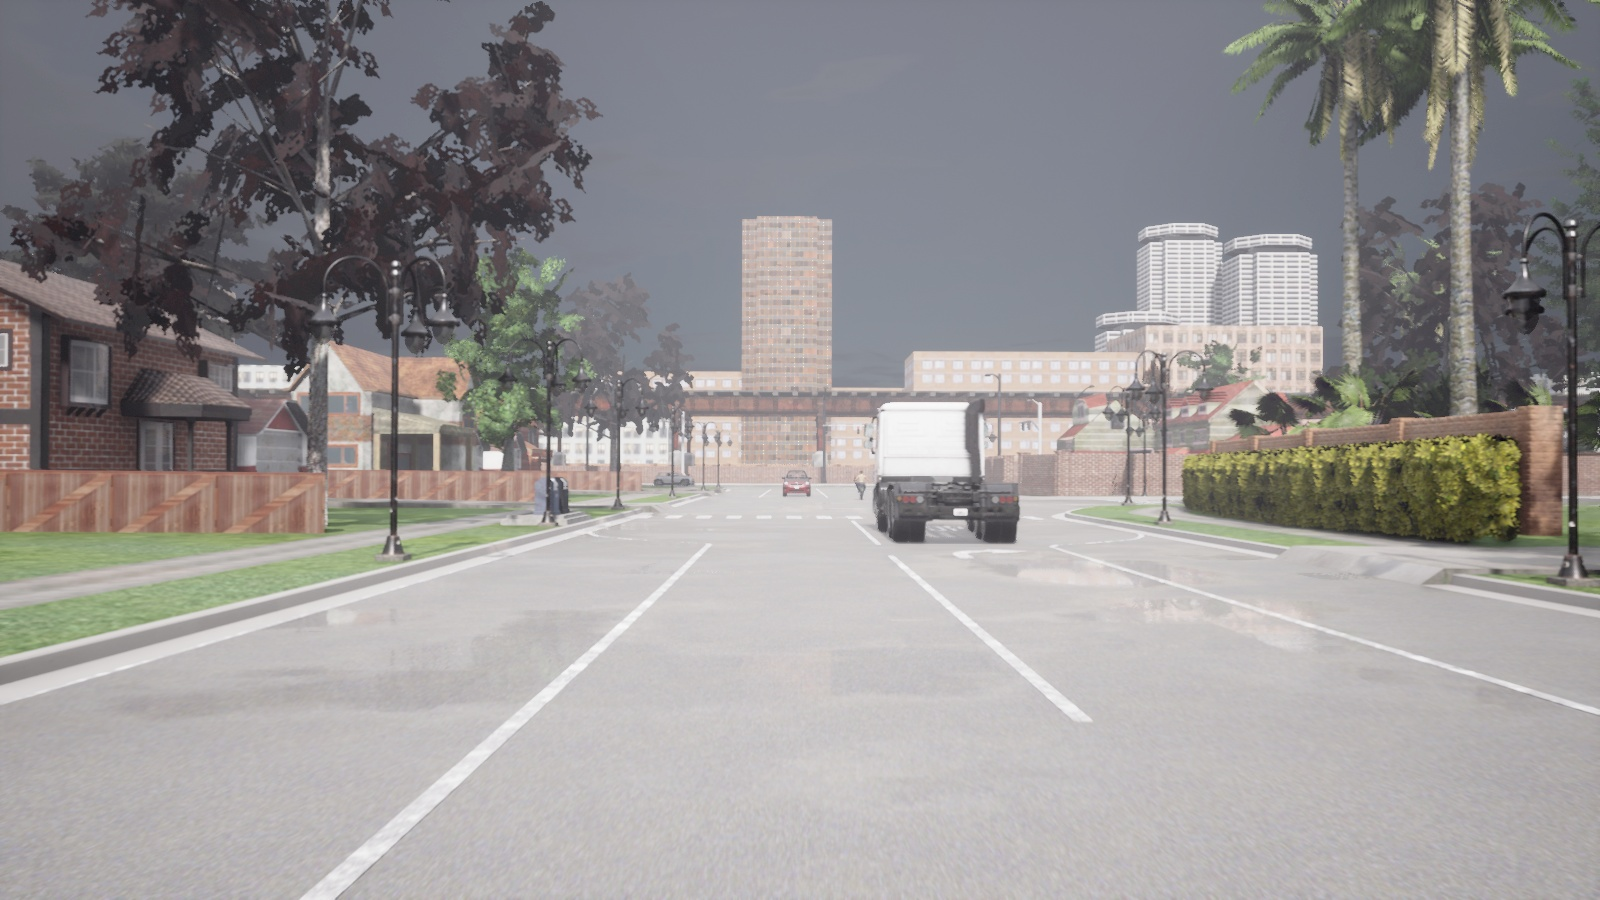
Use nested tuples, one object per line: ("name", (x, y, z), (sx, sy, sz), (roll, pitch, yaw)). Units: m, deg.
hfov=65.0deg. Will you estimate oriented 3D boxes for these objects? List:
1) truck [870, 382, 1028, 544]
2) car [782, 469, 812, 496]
("truck", (3.421, 0.338, 30.942), (2.891, 3.462, 7.936), (0, -1, 0))
("car", (-0.189, 2.026, 78.224), (1.851, 1.617, 3.988), (0, -1, 0))
